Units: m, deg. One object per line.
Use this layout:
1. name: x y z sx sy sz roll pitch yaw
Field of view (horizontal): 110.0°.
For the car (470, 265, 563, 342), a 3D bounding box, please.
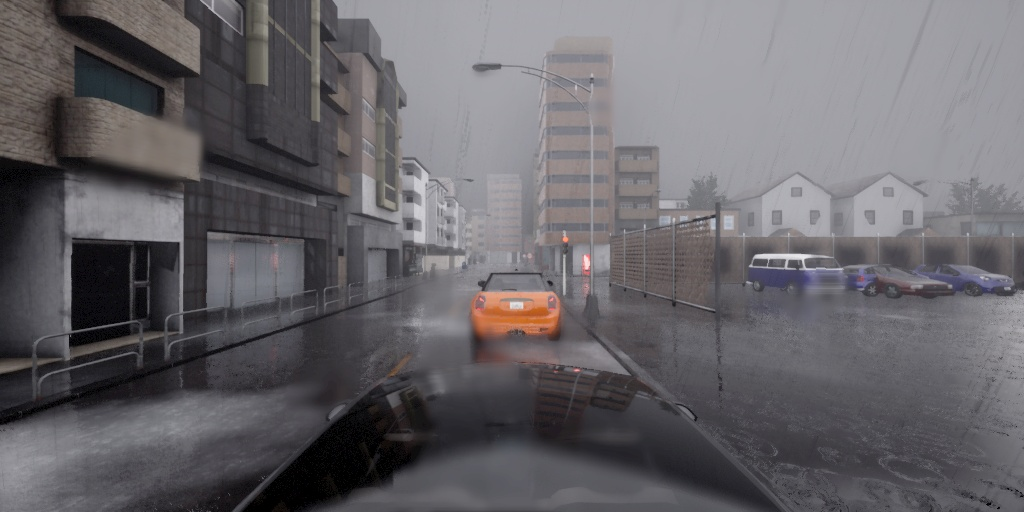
1. car: 0.101 1.102 9.965 2.097 1.767 4.553 0 0 0
